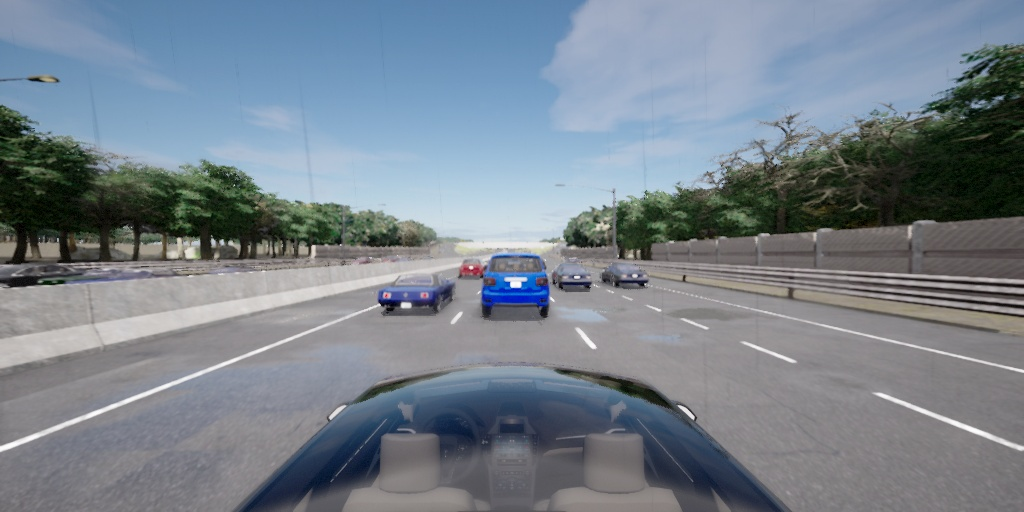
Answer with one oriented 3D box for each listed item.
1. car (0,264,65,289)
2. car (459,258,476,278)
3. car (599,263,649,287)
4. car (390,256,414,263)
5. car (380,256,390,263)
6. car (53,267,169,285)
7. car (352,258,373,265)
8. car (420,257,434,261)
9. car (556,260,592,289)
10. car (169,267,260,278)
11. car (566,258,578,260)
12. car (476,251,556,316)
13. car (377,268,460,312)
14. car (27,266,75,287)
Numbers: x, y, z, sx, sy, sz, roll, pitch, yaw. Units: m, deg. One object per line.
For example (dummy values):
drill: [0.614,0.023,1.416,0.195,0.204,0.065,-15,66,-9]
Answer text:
car: [-24.564,1.167,18.090,1.837,1.490,4.892,0,0,0]
car: [-3.301,0.953,31.225,2.097,1.767,4.553,0,0,0]
car: [7.153,1.189,23.332,2.033,1.411,5.357,0,0,0]
car: [-17.212,1.000,57.519,2.033,1.411,5.357,0,0,1]
car: [-20.667,0.786,60.611,2.097,1.767,4.553,0,0,1]
car: [-17.570,1.270,16.919,1.895,1.301,4.718,0,0,0]
car: [-24.192,0.972,58.387,1.812,1.442,4.674,0,0,1]
car: [-13.711,0.953,58.295,1.837,1.490,4.892,0,0,1]
car: [3.547,1.196,21.964,2.033,1.411,5.357,0,0,0]
car: [-14.065,1.229,17.953,1.994,1.385,4.181,0,0,0]
car: [7.293,1.027,43.779,2.128,1.511,4.902,0,0,0]
car: [0.117,0.912,13.114,2.150,2.045,5.566,0,0,0]
car: [-3.381,1.288,13.728,1.895,1.301,4.718,0,0,0]
car: [-21.063,1.261,18.710,1.895,1.301,4.718,0,0,0]
